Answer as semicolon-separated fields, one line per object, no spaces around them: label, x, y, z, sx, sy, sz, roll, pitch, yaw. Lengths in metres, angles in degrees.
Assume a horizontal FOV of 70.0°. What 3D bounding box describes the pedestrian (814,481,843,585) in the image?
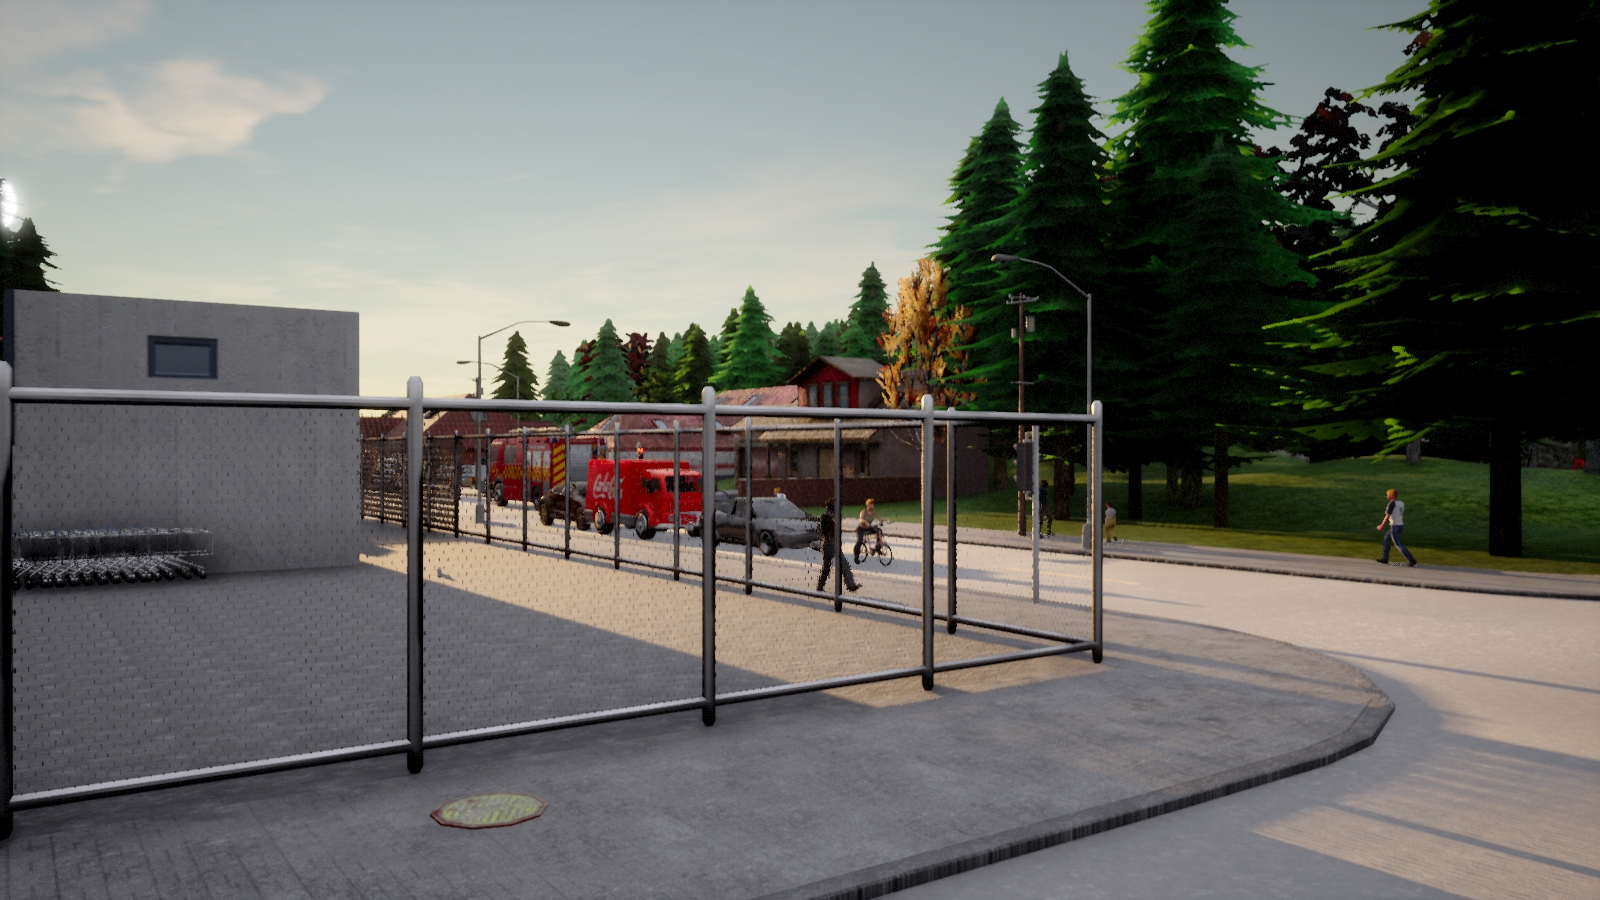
pedestrian;0.529;1.508;20.913;0.375;1.860;0.375;0;0;43

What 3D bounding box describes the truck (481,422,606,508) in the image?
truck;-12.545;0.658;55.258;2.891;3.827;8.468;0;0;-35

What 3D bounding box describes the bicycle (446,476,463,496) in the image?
bicycle;-19.316;2.024;63.874;0.859;1.080;1.487;0;0;-19

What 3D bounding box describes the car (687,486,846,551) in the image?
car;-1.029;1.833;31.812;2.163;1.488;4.792;0;0;-35

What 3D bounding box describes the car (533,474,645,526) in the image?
car;-7.756;1.765;41.538;2.152;1.651;5.027;0;0;-34

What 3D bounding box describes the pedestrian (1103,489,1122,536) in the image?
pedestrian;8.978;1.791;32.859;0.375;1.300;0.375;0;0;-34

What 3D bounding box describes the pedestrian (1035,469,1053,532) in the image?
pedestrian;7.284;1.510;34.096;0.375;1.860;0.375;0;0;-40

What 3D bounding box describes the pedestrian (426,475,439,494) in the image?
pedestrian;-21.392;1.997;66.525;0.500;1.100;0.500;0;0;20

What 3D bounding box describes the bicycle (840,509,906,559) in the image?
bicycle;1.772;2.026;27.810;0.859;1.080;1.487;0;0;-35

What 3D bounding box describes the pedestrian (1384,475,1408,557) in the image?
pedestrian;13.716;1.509;26.305;0.375;1.860;0.375;0;0;-37

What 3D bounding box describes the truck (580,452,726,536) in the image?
truck;-4.910;1.329;37.383;2.627;2.467;5.204;0;0;-35
